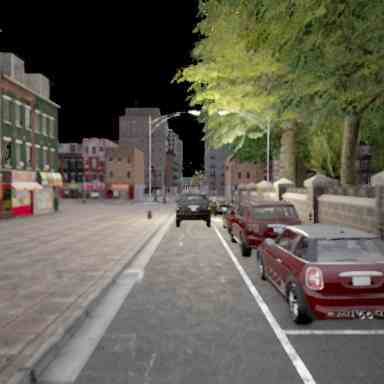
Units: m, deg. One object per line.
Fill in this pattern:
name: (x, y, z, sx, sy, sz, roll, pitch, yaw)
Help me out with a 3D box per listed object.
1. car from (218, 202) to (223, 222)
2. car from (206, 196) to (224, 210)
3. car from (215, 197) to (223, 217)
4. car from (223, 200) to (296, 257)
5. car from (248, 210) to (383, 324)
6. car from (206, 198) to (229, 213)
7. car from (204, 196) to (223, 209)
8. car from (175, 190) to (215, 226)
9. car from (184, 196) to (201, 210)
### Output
car: (2.607, 1.454, 17.973, 1.802, 1.307, 4.206, -1, 0, 0)
car: (2.638, 1.280, 39.484, 1.752, 1.417, 4.829, -1, 0, 0)
car: (2.597, 1.374, 28.873, 1.947, 1.339, 4.313, -1, 0, 0)
car: (2.607, 1.223, 12.521, 2.192, 1.841, 5.009, -1, 0, 0)
car: (2.614, 1.386, 7.072, 1.967, 1.590, 4.097, -1, 0, 0)
car: (2.592, 1.331, 34.323, 2.008, 1.369, 4.403, -1, 0, 0)
car: (2.613, 1.296, 41.458, 2.008, 1.369, 4.403, -1, 0, 0)
car: (0.082, 1.069, 21.880, 2.150, 2.045, 5.566, 0, 0, 0)
car: (0.066, 1.259, 39.631, 1.837, 1.490, 4.892, 0, 0, 0)
